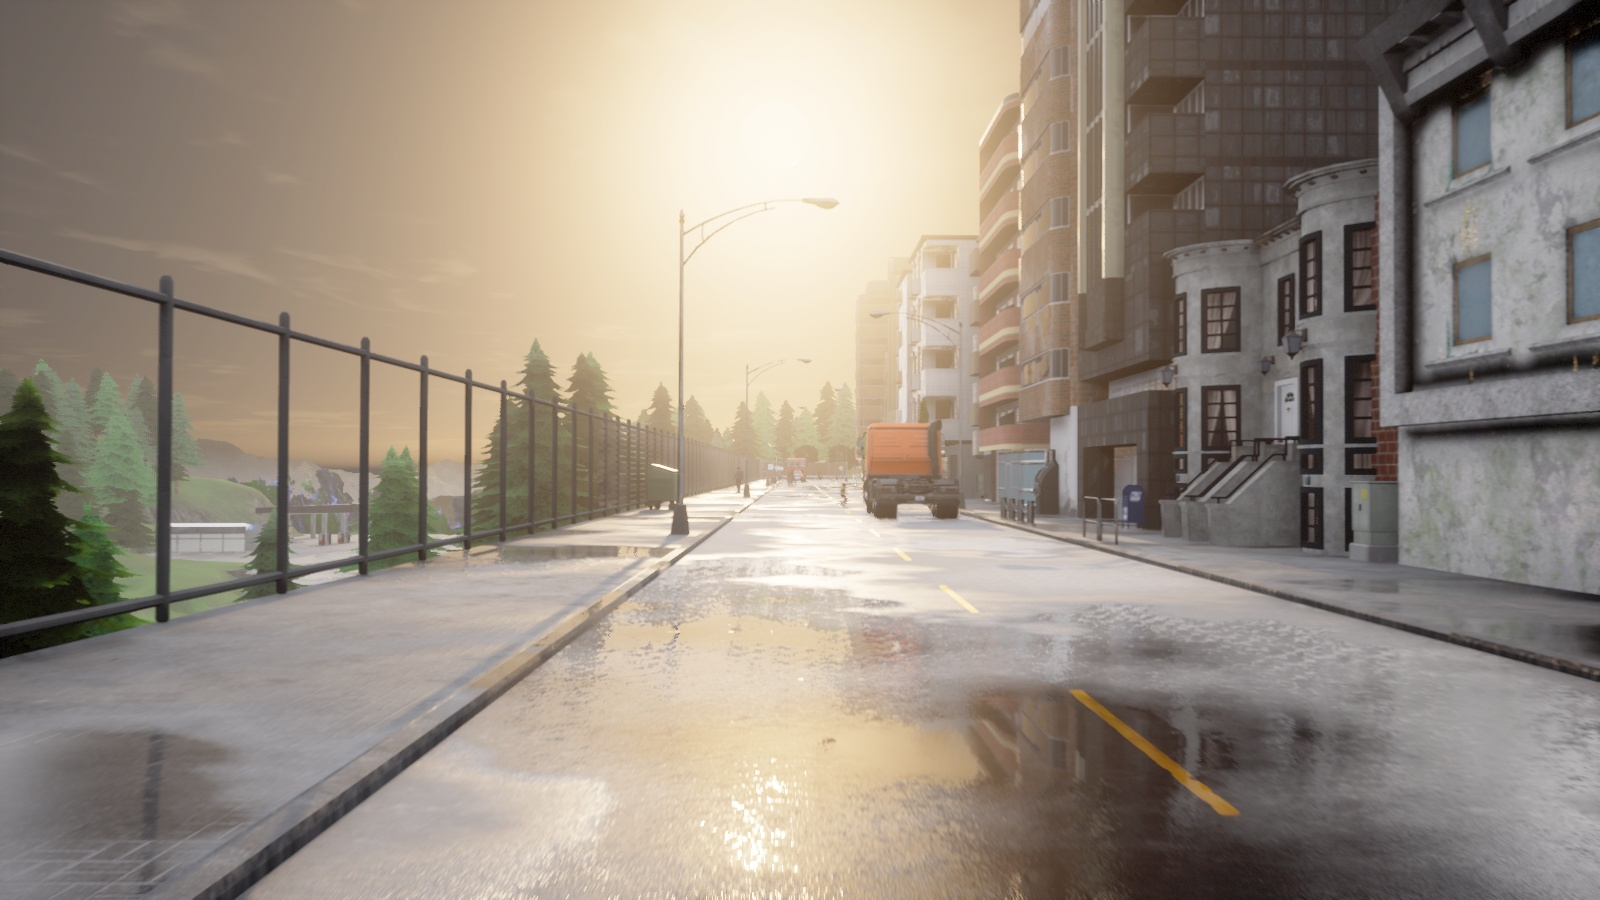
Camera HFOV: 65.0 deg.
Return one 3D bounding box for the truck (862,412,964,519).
[{"bbox_3d":[3.870,0.567,44.803,2.891,3.462,7.936,0,-1,0],"label":"truck"}]
